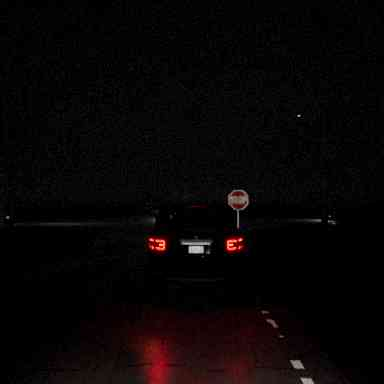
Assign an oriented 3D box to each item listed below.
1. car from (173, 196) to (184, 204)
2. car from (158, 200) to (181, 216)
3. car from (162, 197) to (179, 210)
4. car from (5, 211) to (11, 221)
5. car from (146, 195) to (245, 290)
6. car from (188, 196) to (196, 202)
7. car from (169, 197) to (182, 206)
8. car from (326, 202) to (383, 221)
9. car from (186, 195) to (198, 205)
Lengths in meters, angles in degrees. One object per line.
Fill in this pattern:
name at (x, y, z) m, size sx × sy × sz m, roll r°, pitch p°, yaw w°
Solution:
car at (-2.811, 1.599, 69.153) m, size 2.033 × 1.411 × 5.357 m, roll 0°, pitch 0°, yaw 0°
car at (-2.305, 1.584, 33.591) m, size 1.994 × 1.385 × 4.181 m, roll 0°, pitch 0°, yaw -8°
car at (-2.877, 1.509, 45.505) m, size 1.882 × 1.535 × 5.008 m, roll 0°, pitch 0°, yaw 0°
car at (-15.510, 1.564, 23.551) m, size 4.902 × 1.511 × 2.128 m, roll 0°, pitch -1°, yaw -2°
car at (0.091, 1.225, 9.217) m, size 2.150 × 2.045 × 5.566 m, roll 0°, pitch 0°, yaw 0°
car at (-0.071, 1.608, 81.142) m, size 1.994 × 1.385 × 4.181 m, roll 0°, pitch 0°, yaw 0°
car at (-2.834, 1.592, 58.086) m, size 2.033 × 1.411 × 5.357 m, roll 0°, pitch 0°, yaw 1°
car at (13.644, 1.539, 26.605) m, size 5.357 × 1.411 × 2.033 m, roll 0°, pitch -1°, yaw -1°
car at (0.044, 1.398, 60.484) m, size 2.097 × 1.767 × 4.553 m, roll 0°, pitch 0°, yaw 0°
